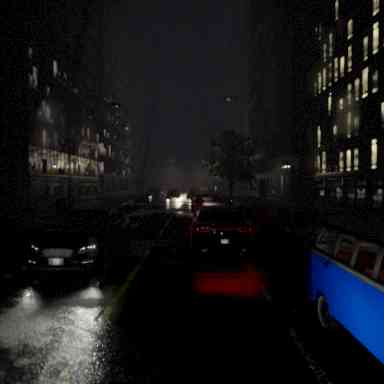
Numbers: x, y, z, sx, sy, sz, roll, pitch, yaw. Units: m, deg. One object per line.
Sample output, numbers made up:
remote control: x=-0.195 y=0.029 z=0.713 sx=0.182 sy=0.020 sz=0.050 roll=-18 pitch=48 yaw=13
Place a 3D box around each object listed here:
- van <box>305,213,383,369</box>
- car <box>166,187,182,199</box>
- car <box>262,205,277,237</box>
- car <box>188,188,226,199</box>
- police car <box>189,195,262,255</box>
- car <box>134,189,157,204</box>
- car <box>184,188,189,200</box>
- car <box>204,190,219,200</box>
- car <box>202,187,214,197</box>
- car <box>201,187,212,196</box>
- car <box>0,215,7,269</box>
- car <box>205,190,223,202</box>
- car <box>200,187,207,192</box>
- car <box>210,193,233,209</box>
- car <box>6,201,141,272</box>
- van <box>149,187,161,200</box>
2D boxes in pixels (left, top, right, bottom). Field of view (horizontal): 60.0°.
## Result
van: x=2.703 y=1.245 z=3.911 sx=1.690 sy=1.788 sz=3.998 roll=0 pitch=1 yaw=0
car: x=-2.897 y=0.308 z=51.170 sx=1.812 sy=1.442 sz=4.674 roll=0 pitch=2 yaw=0
car: x=2.744 y=1.219 z=15.297 sx=1.802 sy=1.307 sz=4.206 roll=0 pitch=1 yaw=0
car: x=0.977 y=0.833 z=21.902 sx=2.097 sy=1.767 sz=4.553 roll=0 pitch=1 yaw=0
police car: x=0.942 y=1.139 z=12.046 sx=1.930 sy=1.638 sz=5.238 roll=0 pitch=1 yaw=0
car: x=-5.554 y=0.652 z=38.094 sx=2.008 sy=1.369 sz=4.403 roll=0 pitch=1 yaw=0
car: x=0.181 y=0.446 z=48.575 sx=1.895 sy=1.301 sz=4.718 roll=0 pitch=1 yaw=0
car: x=2.869 y=0.374 z=49.442 sx=2.008 sy=1.369 sz=4.403 roll=0 pitch=1 yaw=0
car: x=2.910 y=-0.020 z=60.820 sx=1.967 sy=1.590 sz=4.097 roll=0 pitch=1 yaw=0
car: x=2.931 y=-0.163 z=66.511 sx=1.967 sy=1.590 sz=4.097 roll=0 pitch=1 yaw=0
car: x=-5.657 y=1.353 z=9.640 sx=1.802 sy=1.307 sz=4.206 roll=0 pitch=1 yaw=0
car: x=2.848 y=0.514 z=43.751 sx=2.008 sy=1.369 sz=4.403 roll=0 pitch=1 yaw=0
car: x=3.014 y=-0.635 z=89.276 sx=1.887 sy=1.381 sz=4.507 roll=0 pitch=1 yaw=0
car: x=2.806 y=0.817 z=32.370 sx=1.802 sy=1.307 sz=4.206 roll=0 pitch=1 yaw=0
car: x=-3.066 y=1.255 z=9.968 sx=2.128 sy=1.511 sz=4.902 roll=0 pitch=1 yaw=0
van: x=-5.512 y=0.166 z=49.471 sx=1.690 sy=1.788 sz=3.998 roll=0 pitch=1 yaw=0
